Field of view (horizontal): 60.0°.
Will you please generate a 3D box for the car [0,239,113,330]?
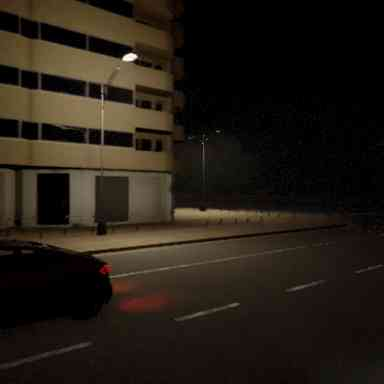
[{"bbox_3d":[-3.537,1.565,5.759,4.181,1.385,1.994,0,0,-36],"label":"car"}]
